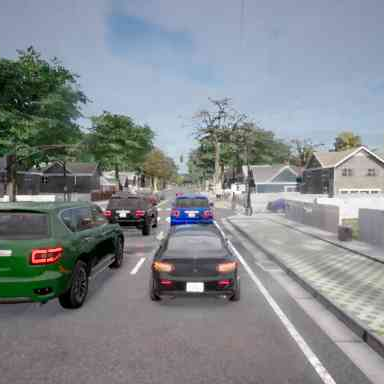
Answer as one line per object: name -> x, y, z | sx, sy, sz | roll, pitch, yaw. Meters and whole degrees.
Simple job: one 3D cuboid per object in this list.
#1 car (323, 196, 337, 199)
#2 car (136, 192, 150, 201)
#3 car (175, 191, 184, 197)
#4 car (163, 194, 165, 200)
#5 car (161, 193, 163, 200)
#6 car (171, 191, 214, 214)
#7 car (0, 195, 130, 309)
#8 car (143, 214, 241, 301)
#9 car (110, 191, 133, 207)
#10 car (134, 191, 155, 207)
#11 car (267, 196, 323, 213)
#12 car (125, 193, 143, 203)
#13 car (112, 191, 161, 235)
car -> 13.286, 1.200, 34.372 | 4.902, 1.511, 2.128 | 0, 1, -2
car -> -9.750, 0.858, 66.521 | 2.128, 1.511, 4.902 | 0, 1, 1
car -> -3.227, 0.437, 86.411 | 1.994, 1.385, 4.181 | 0, 1, 0
car -> -6.510, 0.862, 66.342 | 2.128, 1.511, 4.902 | 0, 1, 1
car -> -6.566, 1.124, 56.222 | 1.994, 1.385, 4.181 | 0, 1, 1
car -> 0.026, 1.160, 18.223 | 2.150, 2.045, 5.566 | 0, 0, 1
car -> -3.186, 1.210, 7.997 | 2.150, 2.045, 5.566 | 0, 0, 1
car -> 0.067, 1.514, 8.190 | 1.812, 1.442, 4.674 | 0, 0, 0
car -> -9.835, 0.891, 46.867 | 2.150, 2.045, 5.566 | 0, 1, 0
car -> -6.585, 0.892, 46.814 | 2.150, 2.045, 5.566 | 0, 1, 0
car -> 9.424, 1.297, 31.321 | 4.674, 1.442, 1.812 | 0, 1, -1
car -> -9.820, 1.047, 56.546 | 2.128, 1.511, 4.902 | 0, 1, 0
car -> -3.222, 1.159, 18.348 | 2.150, 2.045, 5.566 | 0, 0, 1
